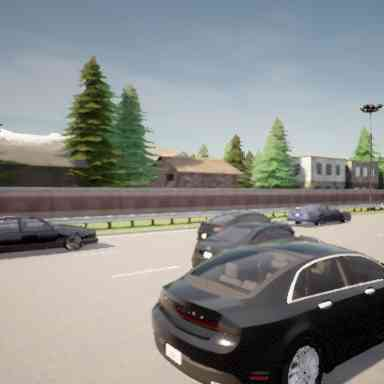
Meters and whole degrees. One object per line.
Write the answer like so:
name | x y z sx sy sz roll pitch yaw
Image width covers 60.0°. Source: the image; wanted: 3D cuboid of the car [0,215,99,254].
car | -6.261 1.551 12.172 5.357 1.411 2.033 0 0 -35

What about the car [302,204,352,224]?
car | 8.855 1.537 22.981 5.357 1.411 2.033 0 0 -36

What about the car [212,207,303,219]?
car | 2.358 1.522 14.036 4.674 1.442 1.812 0 0 -36

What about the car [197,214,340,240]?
car | 2.046 1.561 9.511 4.181 1.385 1.994 0 0 -36

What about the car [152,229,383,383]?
car | 1.774 1.503 5.013 4.892 1.490 1.837 0 0 -36
